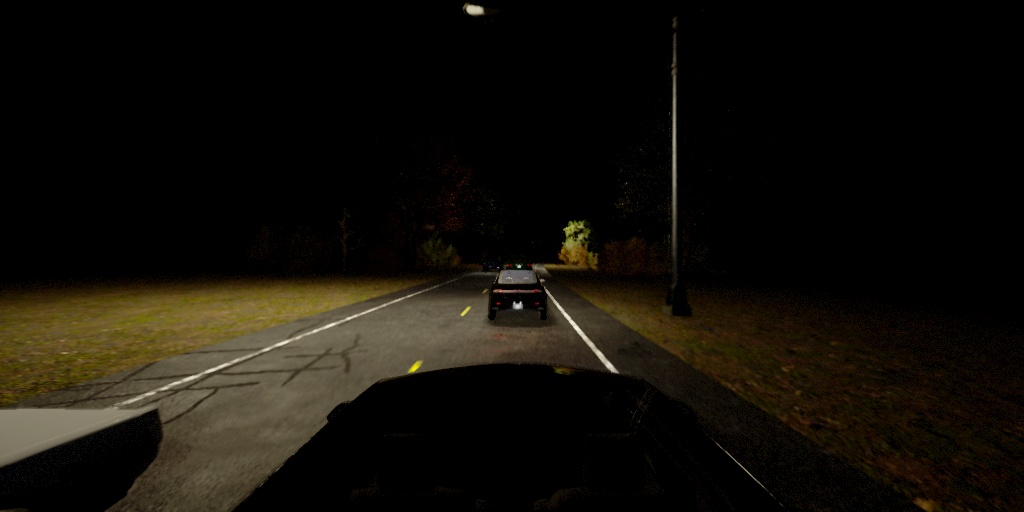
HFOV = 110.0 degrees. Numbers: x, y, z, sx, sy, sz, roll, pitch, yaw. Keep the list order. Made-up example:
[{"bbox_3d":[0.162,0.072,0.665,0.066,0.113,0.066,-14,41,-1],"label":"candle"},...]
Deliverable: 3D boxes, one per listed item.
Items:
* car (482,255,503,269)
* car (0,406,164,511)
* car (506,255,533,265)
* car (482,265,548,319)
[{"bbox_3d":[-2.386,0.946,44.894,2.150,2.045,5.566,0,0,3],"label":"car"},{"bbox_3d":[-3.588,1.349,0.455,1.895,1.301,4.718,0,0,0],"label":"car"},{"bbox_3d":[0.679,0.962,31.388,2.150,2.045,5.566,0,0,2],"label":"car"},{"bbox_3d":[0.201,1.240,12.737,2.128,1.511,4.902,0,0,1],"label":"car"}]
